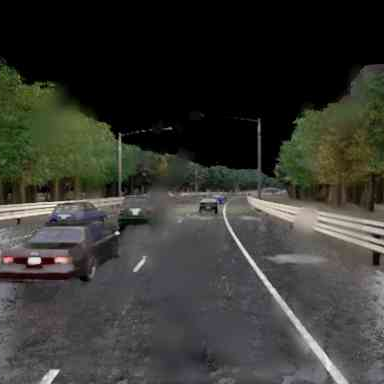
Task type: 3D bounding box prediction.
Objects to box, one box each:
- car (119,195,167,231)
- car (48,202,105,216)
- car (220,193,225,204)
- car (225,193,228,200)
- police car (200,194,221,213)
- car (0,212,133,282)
[{"bbox_3d":[-2.927,1.210,20.619,2.150,2.045,5.566,0,0,3],"label":"car"},{"bbox_3d":[-6.372,1.337,18.959,2.097,1.767,4.553,0,0,3],"label":"car"},{"bbox_3d":[4.076,1.161,55.102,1.882,1.535,5.008,0,1,8],"label":"car"},{"bbox_3d":[6.981,0.980,73.521,2.128,1.511,4.902,0,0,11],"label":"car"},{"bbox_3d":[1.904,1.350,36.618,1.930,1.638,5.238,0,0,5],"label":"police car"},{"bbox_3d":[-3.365,1.540,9.740,2.033,1.411,5.357,0,0,2],"label":"car"}]
